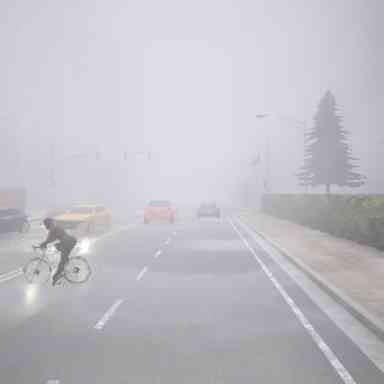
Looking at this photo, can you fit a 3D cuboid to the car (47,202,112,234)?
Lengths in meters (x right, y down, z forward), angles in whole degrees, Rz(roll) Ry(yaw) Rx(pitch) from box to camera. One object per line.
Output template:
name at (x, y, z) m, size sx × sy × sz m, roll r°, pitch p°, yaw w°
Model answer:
car at (-6.196, 1.477, 19.429) m, size 1.882 × 1.535 × 5.008 m, roll 0°, pitch 0°, yaw 3°

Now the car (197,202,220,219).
car at (1.438, 1.564, 29.065) m, size 1.994 × 1.385 × 4.181 m, roll 0°, pitch 0°, yaw 3°

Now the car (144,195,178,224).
car at (-2.255, 1.352, 25.235) m, size 2.097 × 1.767 × 4.553 m, roll 0°, pitch 0°, yaw 3°

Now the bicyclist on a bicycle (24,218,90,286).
bicyclist on a bicycle at (-3.283, 1.455, 8.036) m, size 1.656 × 1.620 × 0.582 m, roll -2°, pitch 0°, yaw 3°

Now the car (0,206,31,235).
car at (-9.875, 1.506, 16.381) m, size 1.837 × 1.490 × 4.892 m, roll 0°, pitch 0°, yaw 3°
